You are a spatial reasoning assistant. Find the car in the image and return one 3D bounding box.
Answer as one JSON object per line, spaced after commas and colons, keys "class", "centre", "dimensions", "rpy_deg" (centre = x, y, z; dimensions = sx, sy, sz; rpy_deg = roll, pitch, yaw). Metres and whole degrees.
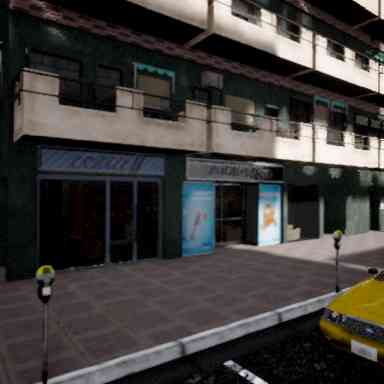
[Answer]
{"class": "car", "centre": [3.960, 1.521, 5.246], "dimensions": [4.829, 1.417, 1.752], "rpy_deg": [0, 0, -35]}
